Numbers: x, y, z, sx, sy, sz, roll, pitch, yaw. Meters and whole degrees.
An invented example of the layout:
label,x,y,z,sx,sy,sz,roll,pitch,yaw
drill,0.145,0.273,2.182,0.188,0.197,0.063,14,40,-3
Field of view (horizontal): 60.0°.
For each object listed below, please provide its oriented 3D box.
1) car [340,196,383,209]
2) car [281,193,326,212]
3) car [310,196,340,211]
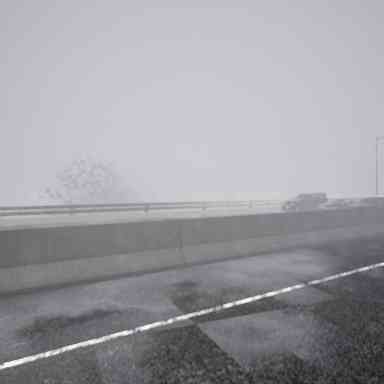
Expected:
label,x,y,z,sx,sy,sz,roll,pitch,yaw
car,14.440,1.209,26.884,4.553,1.767,2.097,0,0,-35
car,11.391,1.074,33.291,5.566,2.045,2.150,0,0,-34
car,13.498,1.343,30.485,4.902,1.511,2.128,0,0,-34
